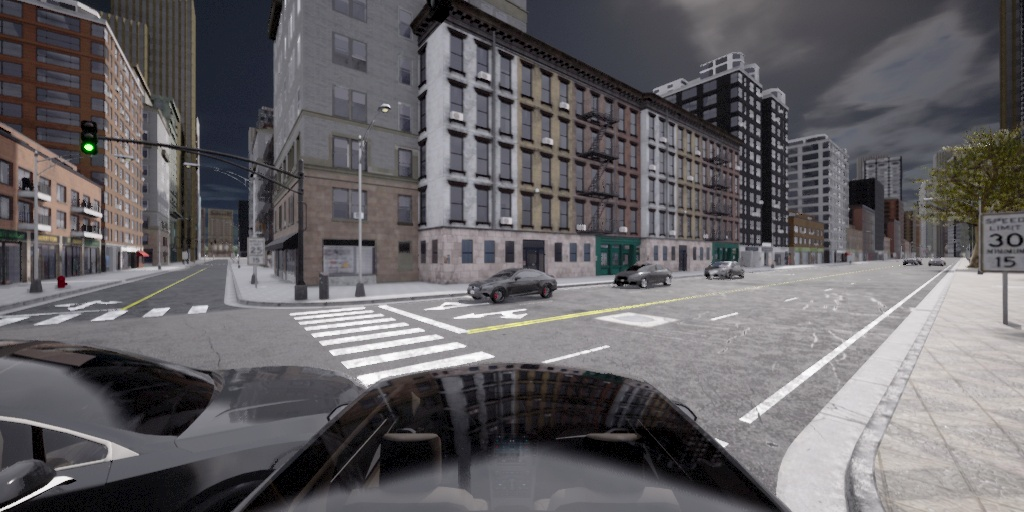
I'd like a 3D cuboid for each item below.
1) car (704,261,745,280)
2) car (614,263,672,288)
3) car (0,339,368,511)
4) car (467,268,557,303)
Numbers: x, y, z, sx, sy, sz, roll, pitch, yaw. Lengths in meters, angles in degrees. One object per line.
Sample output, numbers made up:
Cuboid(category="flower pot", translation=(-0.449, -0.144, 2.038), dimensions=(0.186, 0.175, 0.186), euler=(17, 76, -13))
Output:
Cuboid(category="car", translation=(18.752, 1.226, 31.599), dimensions=(4.902, 1.511, 2.128), euler=(0, 0, -38))
Cuboid(category="car", translation=(8.719, 1.254, 23.661), dimensions=(4.892, 1.490, 1.837), euler=(-1, 0, -38))
Cuboid(category="car", translation=(-3.206, 1.258, 1.906), dimensions=(4.892, 1.490, 1.837), euler=(0, 0, -34))
Cuboid(category="car", translation=(0.124, 1.289, 16.845), dimensions=(4.674, 1.442, 1.812), euler=(0, 0, -38))
